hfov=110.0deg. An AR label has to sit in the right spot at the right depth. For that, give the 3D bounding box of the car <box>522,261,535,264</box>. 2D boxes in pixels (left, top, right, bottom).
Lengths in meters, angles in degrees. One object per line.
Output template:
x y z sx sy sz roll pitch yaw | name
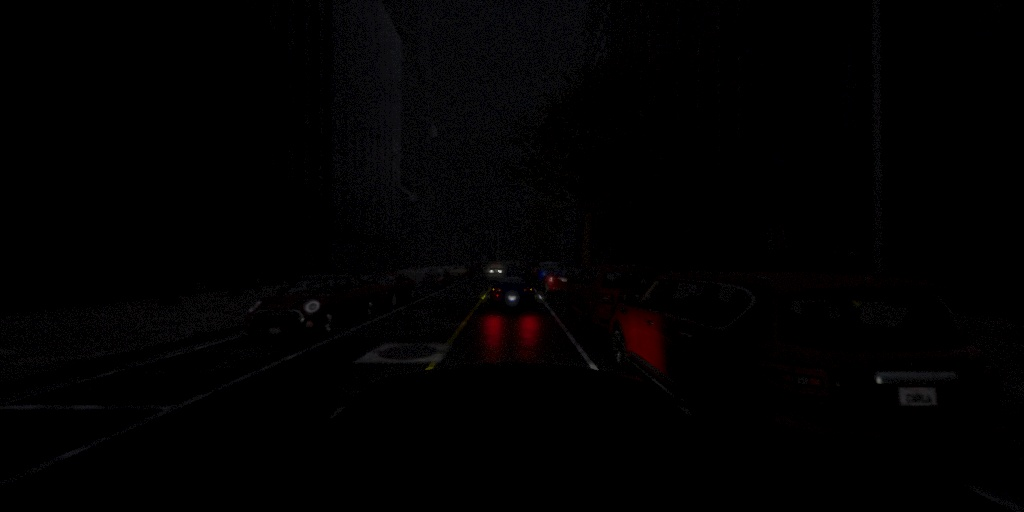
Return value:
2.873 1.576 50.014 2.192 1.841 5.009 0 0 0 | car

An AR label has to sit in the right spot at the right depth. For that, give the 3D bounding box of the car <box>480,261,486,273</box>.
-5.651 1.645 55.664 2.192 1.841 5.009 0 0 0 | car

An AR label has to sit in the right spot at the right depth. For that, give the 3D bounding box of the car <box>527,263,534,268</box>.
2.869 1.709 38.736 1.802 1.307 4.207 0 0 0 | car

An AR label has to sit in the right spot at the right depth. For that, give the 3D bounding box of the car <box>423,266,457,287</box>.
-5.660 1.591 27.474 1.802 1.307 4.207 0 0 0 | car

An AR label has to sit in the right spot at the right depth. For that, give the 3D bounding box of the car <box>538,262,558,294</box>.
2.864 1.391 21.820 1.967 1.591 4.097 0 0 0 | car

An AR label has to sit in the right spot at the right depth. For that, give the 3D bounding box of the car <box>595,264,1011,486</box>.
2.858 1.096 4.902 2.192 1.841 5.009 0 0 0 | car

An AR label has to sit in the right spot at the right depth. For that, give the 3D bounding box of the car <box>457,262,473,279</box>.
-5.657 1.653 38.580 1.751 1.417 4.829 0 0 0 | car

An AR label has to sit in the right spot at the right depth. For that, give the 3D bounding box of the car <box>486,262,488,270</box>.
-5.649 1.965 61.303 1.948 1.339 4.313 0 0 0 | car

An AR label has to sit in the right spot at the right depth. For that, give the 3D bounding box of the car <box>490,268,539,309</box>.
0.026 1.415 15.762 1.812 1.442 4.674 0 0 0 | car

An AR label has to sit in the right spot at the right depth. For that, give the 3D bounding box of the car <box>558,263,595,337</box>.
2.860 1.152 10.541 2.192 1.841 5.009 0 0 0 | car

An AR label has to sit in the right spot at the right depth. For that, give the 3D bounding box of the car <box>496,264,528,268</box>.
0.018 1.575 29.389 2.033 1.411 5.357 0 -1 0 | car

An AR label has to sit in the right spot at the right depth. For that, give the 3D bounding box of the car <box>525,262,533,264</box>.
2.871 1.759 44.374 1.948 1.339 4.313 0 0 0 | car

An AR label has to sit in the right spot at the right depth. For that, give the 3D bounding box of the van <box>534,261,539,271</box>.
2.866 1.348 27.459 1.690 1.789 3.998 0 0 0 | van

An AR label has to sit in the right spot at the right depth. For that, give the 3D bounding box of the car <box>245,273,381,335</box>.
-5.665 1.278 10.557 1.967 1.591 4.097 0 0 0 | car

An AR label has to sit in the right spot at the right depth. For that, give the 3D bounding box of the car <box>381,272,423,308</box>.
-5.664 1.440 16.196 1.888 1.381 4.507 0 0 0 | car

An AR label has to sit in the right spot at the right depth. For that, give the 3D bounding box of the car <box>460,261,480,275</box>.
-5.654 1.509 44.386 2.192 1.841 5.009 0 0 0 | car
